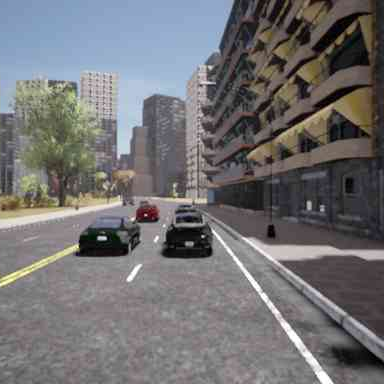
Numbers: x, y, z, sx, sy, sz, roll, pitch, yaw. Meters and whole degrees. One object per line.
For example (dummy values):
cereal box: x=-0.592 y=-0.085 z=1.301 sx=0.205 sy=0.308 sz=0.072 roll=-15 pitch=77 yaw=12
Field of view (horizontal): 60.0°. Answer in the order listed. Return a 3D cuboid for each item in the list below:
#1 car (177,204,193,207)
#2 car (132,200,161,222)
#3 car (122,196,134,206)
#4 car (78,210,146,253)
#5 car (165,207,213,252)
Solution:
car: x=-0.605 y=1.792 z=29.561 sx=1.837 sy=1.490 sz=4.892 roll=0 pitch=0 yaw=-2
car: x=-3.858 y=1.763 z=29.596 sx=1.882 sy=1.535 sz=5.008 roll=0 pitch=0 yaw=-2
car: x=-13.303 y=1.896 z=69.437 sx=2.150 sy=2.045 sz=5.566 roll=0 pitch=-1 yaw=-6
car: x=-3.378 y=1.702 z=14.366 sx=1.994 sy=1.385 sz=4.181 roll=0 pitch=-1 yaw=-1
car: x=-0.129 y=1.646 z=14.464 sx=1.837 sy=1.490 sz=4.892 roll=0 pitch=0 yaw=-1
